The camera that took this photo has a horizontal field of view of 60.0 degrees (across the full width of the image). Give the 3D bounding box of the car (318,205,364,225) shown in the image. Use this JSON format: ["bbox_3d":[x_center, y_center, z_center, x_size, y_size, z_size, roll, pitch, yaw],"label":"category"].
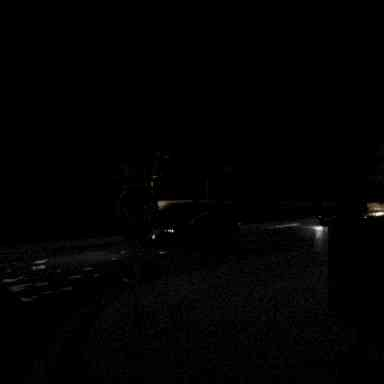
[{"bbox_3d":[11.453,1.749,25.480,4.892,1.490,1.837,1,-2,-42],"label":"car"}]

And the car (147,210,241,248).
[{"bbox_3d":[0.217,1.614,15.485,4.902,1.511,2.128,1,-1,-42],"label":"car"}]
